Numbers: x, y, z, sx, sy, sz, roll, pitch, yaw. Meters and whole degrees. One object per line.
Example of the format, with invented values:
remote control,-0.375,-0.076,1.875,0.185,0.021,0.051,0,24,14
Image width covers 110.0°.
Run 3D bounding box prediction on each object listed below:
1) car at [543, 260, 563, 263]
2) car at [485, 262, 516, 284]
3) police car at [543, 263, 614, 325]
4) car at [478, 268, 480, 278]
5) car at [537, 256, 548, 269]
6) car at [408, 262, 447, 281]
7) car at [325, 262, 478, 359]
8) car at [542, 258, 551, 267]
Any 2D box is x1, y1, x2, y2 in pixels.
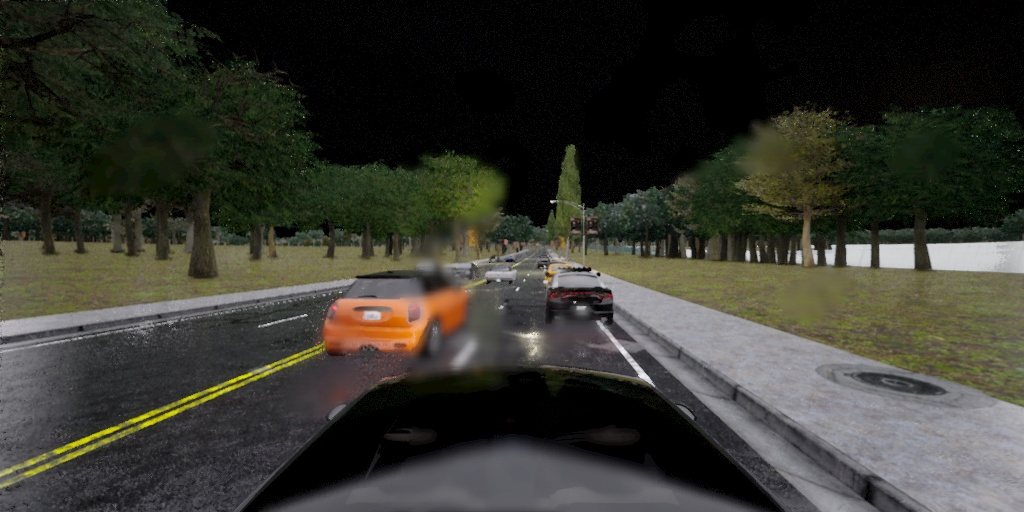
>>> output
car,2.967,1.235,21.861,1.882,1.535,5.008,0,0,5
car,-0.723,1.345,26.905,1.895,1.301,4.718,0,0,5
police car,2.084,1.185,12.013,1.930,1.638,5.238,0,0,5
car,-3.912,1.255,29.970,1.812,1.442,4.674,0,1,5
car,4.395,0.963,48.558,1.837,1.490,4.892,0,1,5
car,-7.110,1.256,30.694,1.812,1.442,4.674,0,1,5
car,-2.360,1.113,8.661,2.097,1.767,4.553,0,0,5
car,3.502,1.206,27.834,1.882,1.535,5.008,0,0,5
